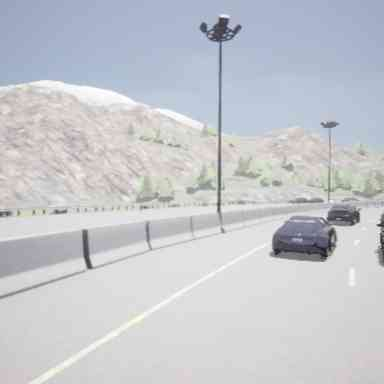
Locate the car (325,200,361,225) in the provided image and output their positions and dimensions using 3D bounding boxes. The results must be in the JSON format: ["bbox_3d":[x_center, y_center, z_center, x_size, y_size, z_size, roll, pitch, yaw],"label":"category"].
[{"bbox_3d":[11.864,1.686,25.875,1.837,1.490,4.892,0,0,34],"label":"car"}]

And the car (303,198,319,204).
[{"bbox_3d":[25.790,1.934,69.389,4.892,1.490,1.837,1,0,-44],"label":"car"}]

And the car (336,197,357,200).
[{"bbox_3d":[30.201,1.806,63.934,4.553,1.767,2.097,1,0,-44],"label":"car"}]

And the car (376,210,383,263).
[{"bbox_3d":[7.731,1.592,11.739,2.128,1.511,4.902,0,0,28],"label":"car"}]

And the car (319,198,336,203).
[{"bbox_3d":[27.987,1.967,66.648,4.674,1.442,1.812,1,0,-44],"label":"car"}]

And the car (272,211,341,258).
[{"bbox_3d":[4.606,1.644,13.310,1.994,1.385,4.181,0,0,28],"label":"car"}]

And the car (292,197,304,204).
[{"bbox_3d":[23.599,1.925,72.124,4.892,1.490,1.837,1,0,-44],"label":"car"}]
